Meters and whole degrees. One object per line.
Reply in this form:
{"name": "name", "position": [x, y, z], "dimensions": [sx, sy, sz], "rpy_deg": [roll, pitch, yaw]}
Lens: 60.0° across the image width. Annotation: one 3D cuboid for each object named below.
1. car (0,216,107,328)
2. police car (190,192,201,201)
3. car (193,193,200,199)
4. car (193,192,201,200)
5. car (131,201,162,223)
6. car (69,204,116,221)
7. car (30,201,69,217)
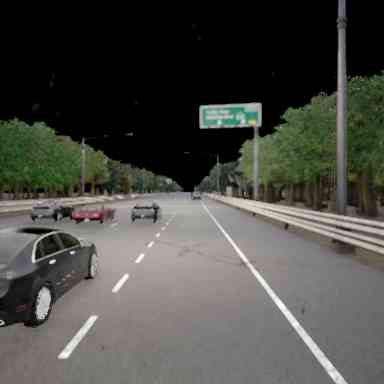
{"name": "car", "position": [-3.398, 1.491, 6.979], "dimensions": [1.837, 1.490, 4.892], "rpy_deg": [0, 0, 0]}
{"name": "police car", "position": [1.198, 1.242, 78.696], "dimensions": [1.930, 1.638, 5.238], "rpy_deg": [0, 0, 0]}
{"name": "car", "position": [1.243, 1.142, 94.536], "dimensions": [2.097, 1.767, 4.553], "rpy_deg": [0, 0, 0]}
{"name": "car", "position": [1.224, 1.023, 88.605], "dimensions": [2.150, 2.045, 5.566], "rpy_deg": [0, 0, 0]}
{"name": "car", "position": [-3.369, 1.436, 25.214], "dimensions": [2.128, 1.511, 4.902], "rpy_deg": [0, 0, 0]}
{"name": "car", "position": [-6.871, 1.548, 24.017], "dimensions": [1.895, 1.301, 4.718], "rpy_deg": [0, 0, 0]}
{"name": "car", "position": [-10.369, 1.436, 25.160], "dimensions": [2.128, 1.511, 4.902], "rpy_deg": [0, 0, 0]}
